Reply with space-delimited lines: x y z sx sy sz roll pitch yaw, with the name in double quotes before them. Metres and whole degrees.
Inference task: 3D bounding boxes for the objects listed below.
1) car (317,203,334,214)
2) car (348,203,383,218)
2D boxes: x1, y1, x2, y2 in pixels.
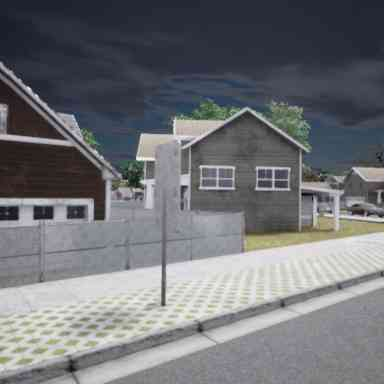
"car" 17.978 2.251 46.665 2.128 1.511 4.902 1 -2 -6
"car" 18.987 1.985 36.395 1.837 1.490 4.892 1 -2 -5
